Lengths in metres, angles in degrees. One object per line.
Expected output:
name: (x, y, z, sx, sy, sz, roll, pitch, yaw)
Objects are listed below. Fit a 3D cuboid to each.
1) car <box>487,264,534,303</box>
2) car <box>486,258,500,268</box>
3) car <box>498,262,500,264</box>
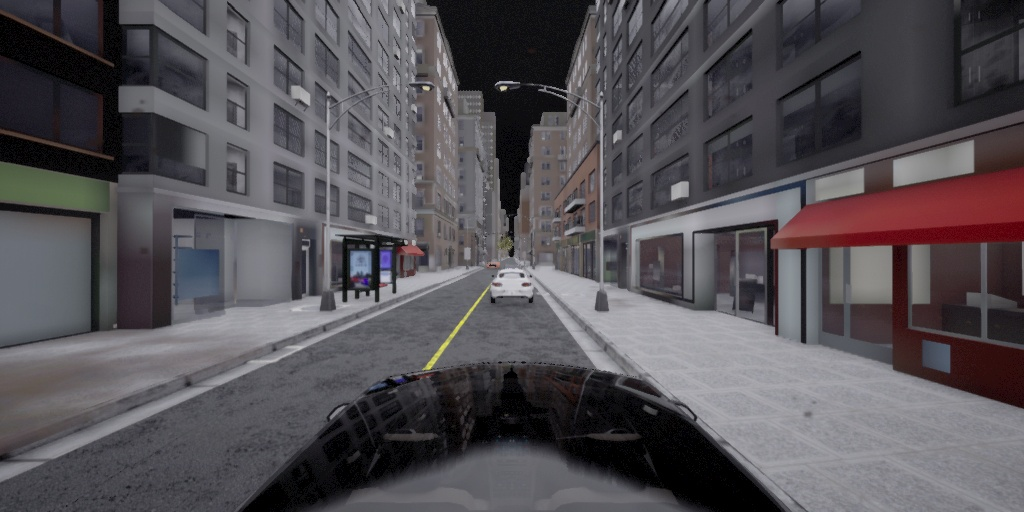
car: (0.000, 1.286, 16.500, 1.812, 1.442, 4.674, 0, 0, 0)
car: (-3.000, 1.188, 58.530, 2.097, 1.767, 4.553, 0, 0, 0)
car: (0.000, 1.377, 31.530, 1.895, 1.301, 4.718, 0, 0, 0)
